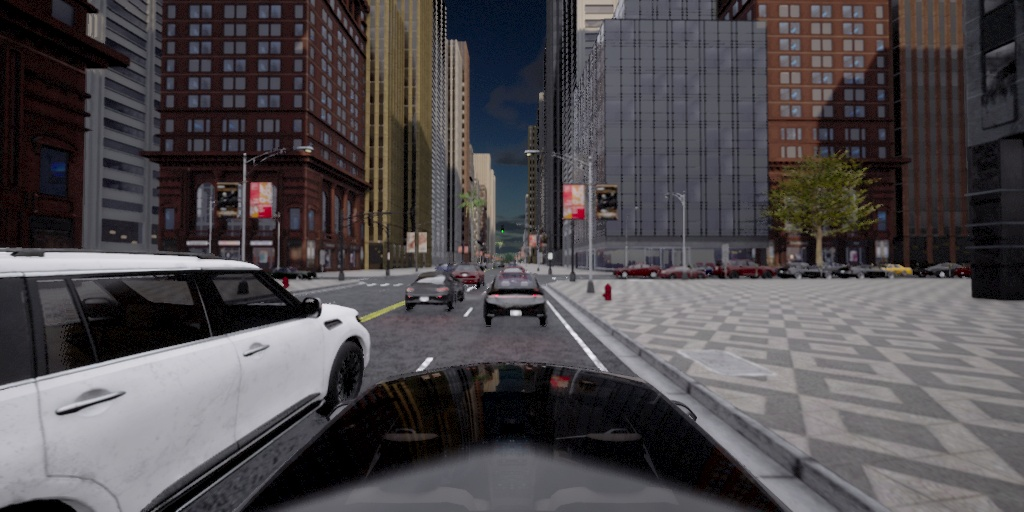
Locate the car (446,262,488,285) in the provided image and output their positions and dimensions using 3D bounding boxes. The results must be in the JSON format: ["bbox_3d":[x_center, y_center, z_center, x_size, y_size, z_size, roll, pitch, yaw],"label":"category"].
[{"bbox_3d":[-3.142,1.324,26.051,2.097,1.767,4.553,0,-1,0],"label":"car"}]

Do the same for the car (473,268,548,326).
[{"bbox_3d":[0.102,1.323,12.009,2.128,1.511,4.902,0,0,0],"label":"car"}]

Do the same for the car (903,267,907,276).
[{"bbox_3d":[43.222,1.557,41.411,4.829,1.417,1.751,0,0,-1],"label":"car"}]

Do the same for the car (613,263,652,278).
[{"bbox_3d":[13.279,1.540,38.220,5.008,1.535,1.882,0,-1,-2],"label":"car"}]

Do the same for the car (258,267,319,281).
[{"bbox_3d":[-21.445,1.740,34.501,4.718,1.301,1.895,0,-1,0],"label":"car"}]

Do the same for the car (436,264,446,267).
[{"bbox_3d":[-9.821,1.825,51.467,1.812,1.442,4.674,0,-1,0],"label":"car"}]

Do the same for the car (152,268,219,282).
[{"bbox_3d":[-31.351,1.785,34.513,4.718,1.301,1.895,0,-1,0],"label":"car"}]

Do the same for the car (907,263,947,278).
[{"bbox_3d":[42.865,1.429,35.511,4.892,1.490,1.837,0,-1,-1],"label":"car"}]

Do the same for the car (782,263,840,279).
[{"bbox_3d":[26.602,1.480,32.633,4.313,1.339,1.948,0,0,-1],"label":"car"}]

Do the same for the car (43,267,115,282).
[{"bbox_3d":[-41.607,1.757,34.531,4.674,1.442,1.812,0,-1,0],"label":"car"}]

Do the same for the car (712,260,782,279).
[{"bbox_3d":[20.965,1.245,32.547,5.009,1.841,2.192,0,0,-1],"label":"car"}]

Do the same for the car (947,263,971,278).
[{"bbox_3d":[43.515,1.419,32.891,4.507,1.381,1.888,0,0,-1],"label":"car"}]

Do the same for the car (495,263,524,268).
[{"bbox_3d":[0.170,1.429,24.190,1.882,1.535,5.008,0,-1,3],"label":"car"}]

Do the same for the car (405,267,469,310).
[{"bbox_3d":[-3.146,1.383,15.164,1.812,1.442,4.674,0,0,0],"label":"car"}]

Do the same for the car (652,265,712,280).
[{"bbox_3d":[15.326,1.530,32.461,4.207,1.307,1.802,0,0,-1],"label":"car"}]

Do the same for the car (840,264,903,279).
[{"bbox_3d":[32.239,1.464,32.719,4.313,1.339,1.948,0,0,-1],"label":"car"}]

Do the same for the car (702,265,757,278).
[{"bbox_3d":[23.196,1.631,38.357,4.718,1.301,1.895,0,-1,-1],"label":"car"}]

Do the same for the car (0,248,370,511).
[{"bbox_3d":[-3.153,0.981,2.863,2.150,2.045,5.566,0,0,0],"label":"car"}]

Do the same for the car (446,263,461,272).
[{"bbox_3d":[-9.808,1.946,60.389,1.812,1.442,4.674,0,-1,0],"label":"car"}]
